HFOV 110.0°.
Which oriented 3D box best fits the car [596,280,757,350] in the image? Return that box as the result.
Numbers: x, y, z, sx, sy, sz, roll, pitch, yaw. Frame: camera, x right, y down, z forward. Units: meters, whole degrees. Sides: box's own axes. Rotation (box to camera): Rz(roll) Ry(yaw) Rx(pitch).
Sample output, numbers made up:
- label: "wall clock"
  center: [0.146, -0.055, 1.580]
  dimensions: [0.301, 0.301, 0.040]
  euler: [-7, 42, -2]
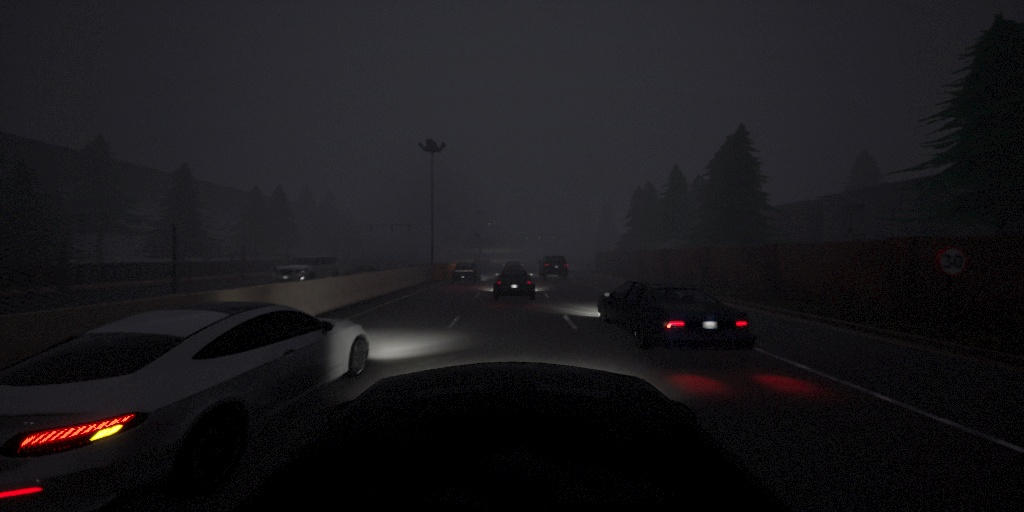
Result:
- label: "car"
  center: [3.599, 1.299, 9.026]
  dimensions: [2.033, 1.411, 5.357]
  euler: [0, 0, 0]

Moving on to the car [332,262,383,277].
- label: "car"
  center: [-10.577, 1.311, 25.487]
  dimensions: [1.994, 1.385, 4.181]
  euler: [0, 0, 0]

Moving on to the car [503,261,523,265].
- label: "car"
  center: [0.106, 1.228, 36.251]
  dimensions: [1.882, 1.535, 5.008]
  euler: [0, 0, 0]

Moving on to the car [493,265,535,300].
- label: "car"
  center: [0.102, 1.314, 17.889]
  dimensions: [1.994, 1.385, 4.181]
  euler: [0, 0, 0]

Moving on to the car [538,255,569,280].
- label: "car"
  center: [3.605, 0.972, 31.658]
  dimensions: [2.150, 2.045, 5.566]
  euler: [0, 0, 0]

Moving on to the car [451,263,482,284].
- label: "car"
  center: [-3.396, 1.241, 27.240]
  dimensions: [2.128, 1.511, 4.902]
  euler: [0, 0, 0]

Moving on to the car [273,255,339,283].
- label: "car"
  center: [-14.082, 0.967, 25.097]
  dimensions: [2.150, 2.045, 5.566]
  euler: [0, 0, 0]

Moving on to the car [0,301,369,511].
- label: "car"
  center: [-3.397, 1.275, 4.334]
  dimensions: [1.812, 1.442, 4.674]
  euler: [0, 0, 0]
